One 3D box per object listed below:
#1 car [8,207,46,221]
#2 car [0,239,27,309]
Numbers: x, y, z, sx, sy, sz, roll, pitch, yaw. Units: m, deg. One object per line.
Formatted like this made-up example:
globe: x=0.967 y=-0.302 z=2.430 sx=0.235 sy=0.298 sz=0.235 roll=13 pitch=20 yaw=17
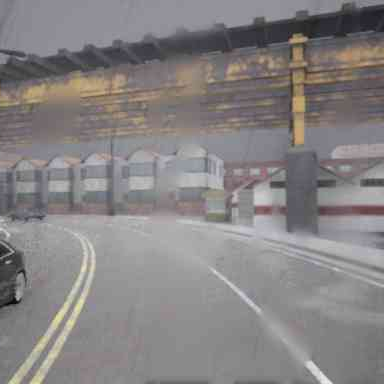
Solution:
car: x=-17.453 y=2.307 z=35.084 sx=5.357 sy=1.411 sz=2.033 roll=-2 pitch=-2 yaw=40
car: x=-4.173 y=1.540 z=5.247 sx=1.837 sy=1.490 sz=4.892 roll=0 pitch=-1 yaw=-9
